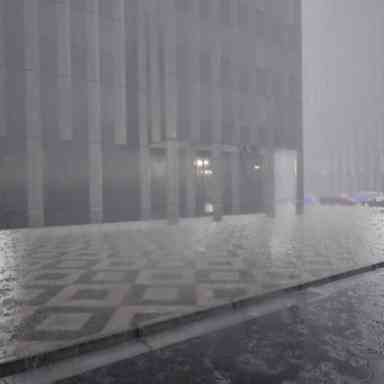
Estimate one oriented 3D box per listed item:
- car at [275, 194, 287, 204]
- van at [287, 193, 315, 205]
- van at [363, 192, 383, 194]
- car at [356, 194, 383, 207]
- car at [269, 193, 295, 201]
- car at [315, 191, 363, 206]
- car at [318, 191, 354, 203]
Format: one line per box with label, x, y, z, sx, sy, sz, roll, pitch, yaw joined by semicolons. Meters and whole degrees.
car;13.673;1.123;54.784;1.967;1.590;4.097;-1;1;-36
van;16.893;1.046;50.295;1.690;1.788;3.998;-1;1;-36
van;27.052;0.884;50.766;1.690;1.788;3.998;-1;1;-36
car;23.341;1.301;41.320;2.008;1.369;4.403;-1;1;-36
car;17.295;1.002;64.375;1.752;1.417;4.829;-1;1;-36
car;20.116;1.042;45.805;2.192;1.841;5.009;-1;1;-36
car;23.832;0.835;55.256;2.192;1.841;5.009;-1;1;-36
